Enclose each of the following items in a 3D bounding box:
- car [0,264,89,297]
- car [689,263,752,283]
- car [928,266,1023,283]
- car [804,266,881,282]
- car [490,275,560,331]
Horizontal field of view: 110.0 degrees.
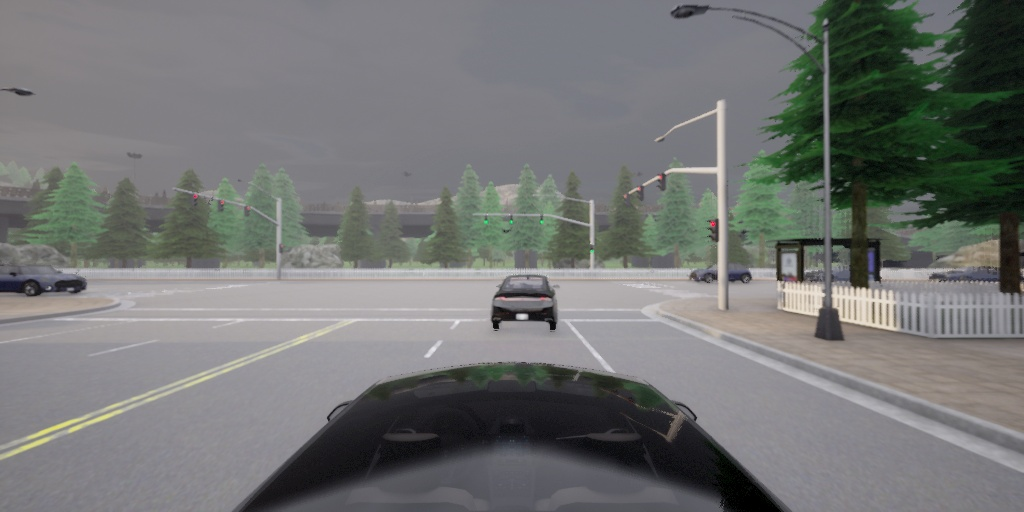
[{"bbox_3d":[-26.419,1.247,19.642,4.553,1.767,2.097,0,-1,0],"label":"car"},{"bbox_3d":[17.475,1.369,30.230,4.553,1.767,2.097,0,-1,0],"label":"car"},{"bbox_3d":[38.023,1.556,29.416,5.357,1.411,2.033,0,-1,10],"label":"car"},{"bbox_3d":[27.632,1.564,30.149,5.357,1.411,2.033,0,-1,1],"label":"car"},{"bbox_3d":[0.495,1.352,11.519,2.128,1.511,4.902,0,-1,6],"label":"car"}]
